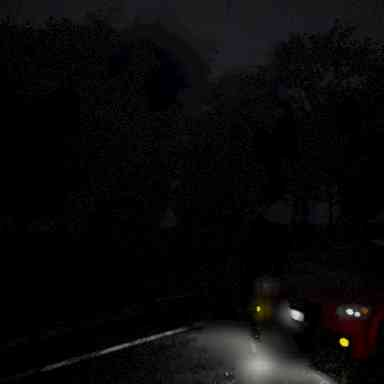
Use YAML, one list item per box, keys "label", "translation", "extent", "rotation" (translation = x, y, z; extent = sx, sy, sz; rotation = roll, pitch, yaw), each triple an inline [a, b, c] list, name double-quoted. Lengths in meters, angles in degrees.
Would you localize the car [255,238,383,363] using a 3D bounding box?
- label: "car"
  translation: [3.096, 1.569, 5.892]
  extent: [4.181, 1.385, 1.994]
  rotation: [0, 0, -35]
